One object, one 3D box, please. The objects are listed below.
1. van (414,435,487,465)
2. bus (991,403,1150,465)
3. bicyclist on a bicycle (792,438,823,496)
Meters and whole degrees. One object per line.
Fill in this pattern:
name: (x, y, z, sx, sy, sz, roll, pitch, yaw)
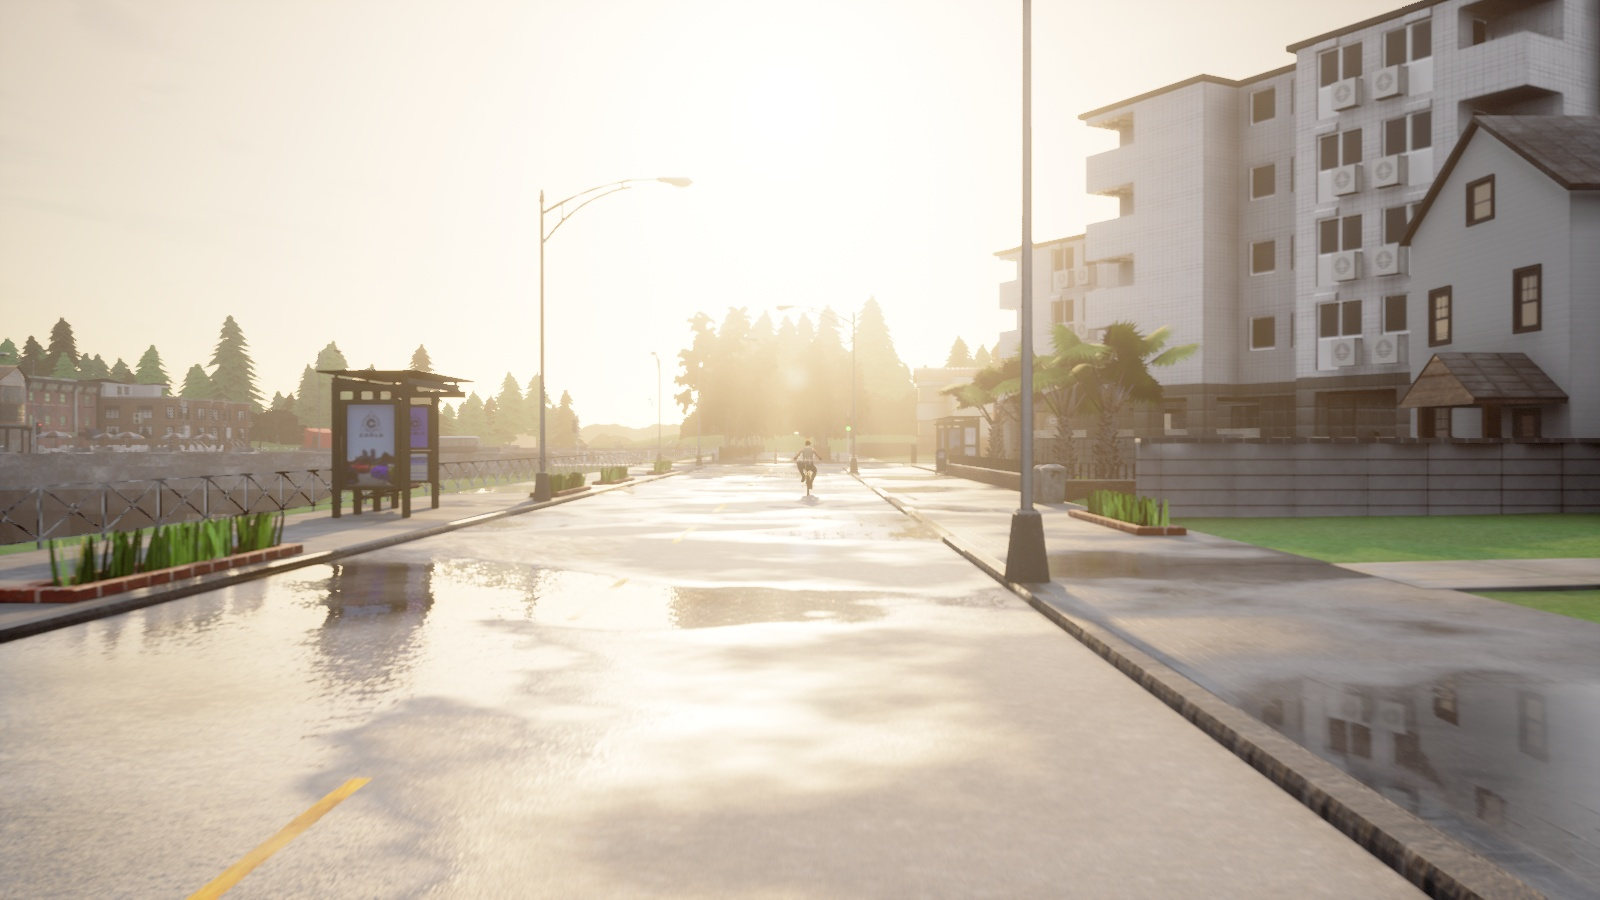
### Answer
van: (-23.410, 0.006, 84.178, 4.442, 1.987, 1.775, 0, 0, 0)
bus: (18.742, -1.109, 87.721, 10.273, 4.253, 3.944, 0, 0, 0)
bicyclist on a bicycle: (0.221, 0.481, 35.820, 0.866, 1.612, 1.509, 0, 0, 0)
